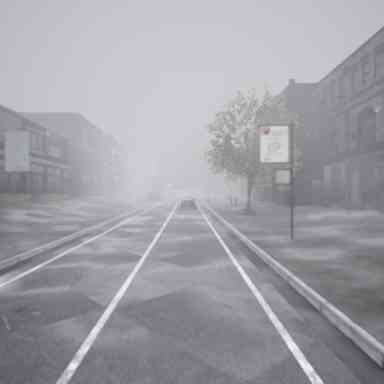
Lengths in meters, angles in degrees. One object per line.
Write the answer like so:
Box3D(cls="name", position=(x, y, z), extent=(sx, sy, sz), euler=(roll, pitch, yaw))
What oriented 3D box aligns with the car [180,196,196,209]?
Box3D(cls="car", position=(-0.467, 1.263, 40.628), extent=(1.812, 1.442, 4.674), euler=(0, 1, -1))
